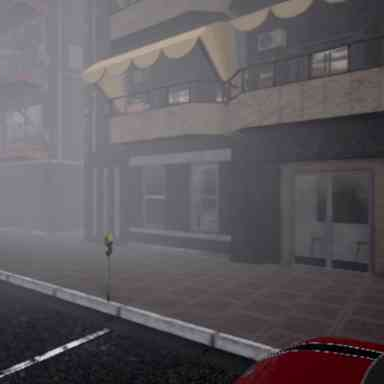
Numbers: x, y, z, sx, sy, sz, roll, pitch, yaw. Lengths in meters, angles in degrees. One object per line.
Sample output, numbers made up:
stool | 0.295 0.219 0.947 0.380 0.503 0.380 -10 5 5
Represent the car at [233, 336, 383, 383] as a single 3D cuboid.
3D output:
car | 1.910 1.441 1.513 4.097 1.590 1.967 0 0 35
